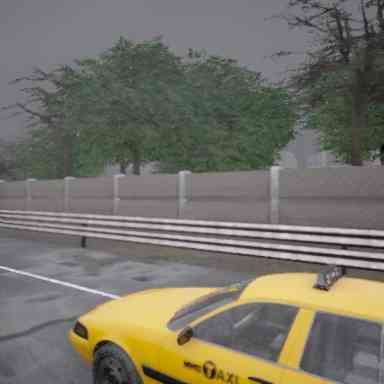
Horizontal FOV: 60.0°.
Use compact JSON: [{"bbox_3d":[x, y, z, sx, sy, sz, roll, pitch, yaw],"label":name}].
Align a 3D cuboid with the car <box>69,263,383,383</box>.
[{"bbox_3d":[0.986,1.461,3.166,5.366,1.575,1.801,0,0,35],"label":"car"}]
